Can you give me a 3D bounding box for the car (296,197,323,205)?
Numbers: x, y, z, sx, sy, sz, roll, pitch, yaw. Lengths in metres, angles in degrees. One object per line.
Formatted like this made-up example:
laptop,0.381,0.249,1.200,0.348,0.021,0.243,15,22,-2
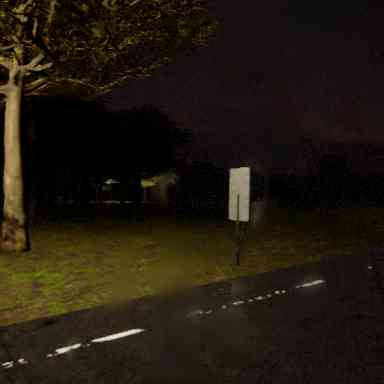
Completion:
car,21.064,1.554,59.864,1.882,1.535,5.008,2,-2,-36
